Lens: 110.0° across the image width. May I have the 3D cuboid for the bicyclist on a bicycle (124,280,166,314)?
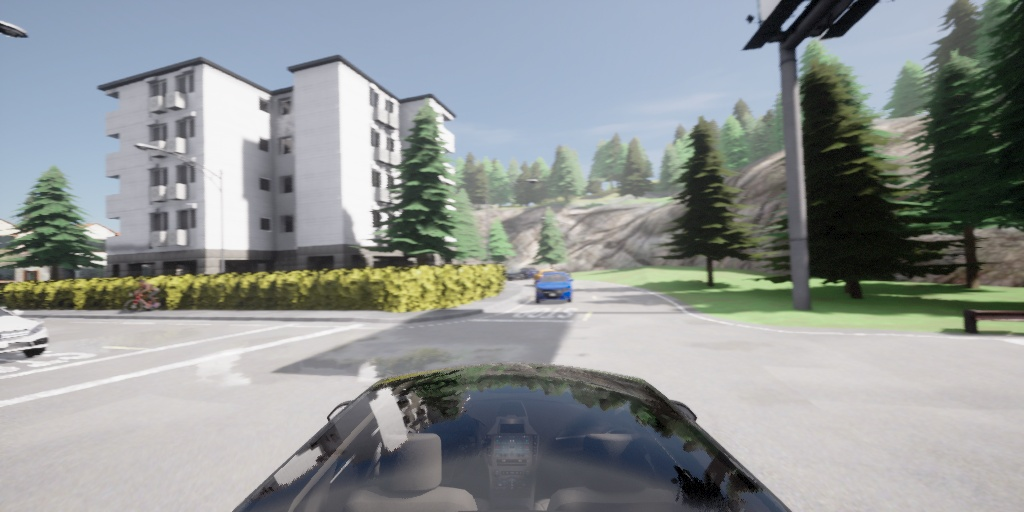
[{"bbox_3d":[-18.172,1.994,17.799,0.582,1.620,1.656,-3,-1,17],"label":"bicyclist on a bicycle"}]

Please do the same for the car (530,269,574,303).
[{"bbox_3d":[2.401,1.652,19.879,1.882,1.535,5.008,-2,-2,10],"label":"car"}]

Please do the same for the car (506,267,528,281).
[{"bbox_3d":[-0.064,2.524,46.276,1.994,1.385,4.181,-1,-2,-24],"label":"car"}]

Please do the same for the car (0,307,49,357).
[{"bbox_3d":[-13.571,1.809,8.583,4.674,1.442,1.812,-3,-2,17],"label":"car"}]

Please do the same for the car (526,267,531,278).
[{"bbox_3d":[1.938,2.348,50.252,2.097,1.767,4.553,-1,-1,-28],"label":"car"}]

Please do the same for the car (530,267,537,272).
[{"bbox_3d":[3.238,1.954,32.501,1.882,1.535,5.008,-2,-2,-6],"label":"car"}]
